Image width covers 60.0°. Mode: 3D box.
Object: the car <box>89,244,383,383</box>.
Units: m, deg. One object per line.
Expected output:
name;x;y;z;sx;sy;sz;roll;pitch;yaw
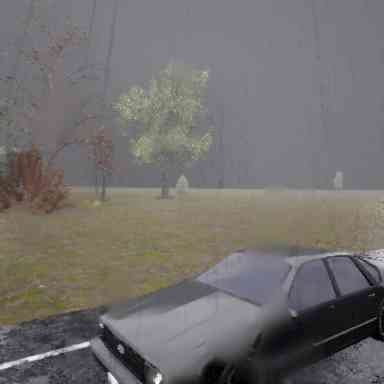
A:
car;1.361;1.553;4.962;5.357;1.411;2.033;0;0;-35
